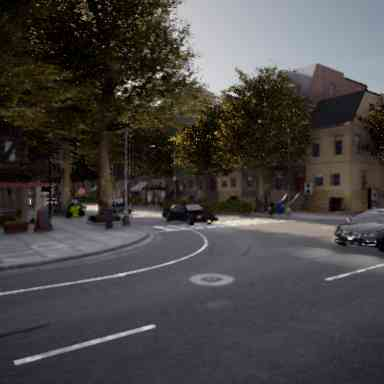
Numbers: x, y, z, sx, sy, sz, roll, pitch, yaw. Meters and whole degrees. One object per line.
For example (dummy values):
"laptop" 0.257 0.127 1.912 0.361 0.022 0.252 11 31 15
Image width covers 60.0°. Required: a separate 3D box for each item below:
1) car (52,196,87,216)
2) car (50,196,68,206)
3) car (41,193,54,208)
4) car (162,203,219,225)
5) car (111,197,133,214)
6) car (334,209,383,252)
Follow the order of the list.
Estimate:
"car" -13.441 1.470 36.730 2.231 1.521 4.892 0 0 -35
"car" -22.092 1.491 55.121 1.837 1.490 4.892 0 0 -35
"car" -21.286 1.216 48.779 2.435 2.045 5.566 0 0 -35
"car" -0.289 1.536 24.084 2.033 1.411 5.357 0 0 -33
"car" -7.939 1.339 35.090 2.097 1.767 4.553 0 0 -35
"car" 7.949 1.493 13.997 4.892 1.490 1.837 0 0 -36
